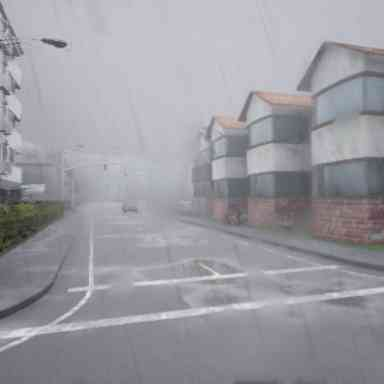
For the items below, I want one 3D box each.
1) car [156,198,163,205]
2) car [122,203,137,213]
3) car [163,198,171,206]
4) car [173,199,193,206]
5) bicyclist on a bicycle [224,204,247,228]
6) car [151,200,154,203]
[{"bbox_3d":[-7.403,2.565,92.325,3.866,1.878,1.905,-1,-1,-17],"label":"car"},{"bbox_3d":[-9.295,2.315,49.486,2.033,1.411,5.357,-1,-1,-16],"label":"car"},{"bbox_3d":[-3.731,2.408,80.069,5.027,1.636,2.152,-1,-1,-17],"label":"car"},{"bbox_3d":[-1.579,2.367,74.014,3.806,1.475,1.970,-1,-1,-17],"label":"car"},{"bbox_3d":[2.891,1.593,22.116,1.656,1.620,0.582,-1,-1,-17],"label":"bicyclist on a bicycle"},{"bbox_3d":[-8.631,2.643,94.989,4.605,1.855,1.932,-1,-1,-17],"label":"car"}]
